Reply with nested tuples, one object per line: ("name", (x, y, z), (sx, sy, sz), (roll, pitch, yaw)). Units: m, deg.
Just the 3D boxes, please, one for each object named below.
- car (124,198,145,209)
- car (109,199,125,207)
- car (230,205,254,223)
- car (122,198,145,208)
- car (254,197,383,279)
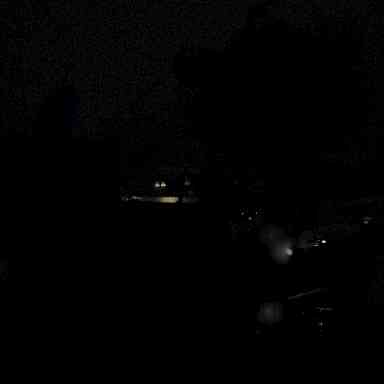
("car", (-9.366, 1.827, 53.880), (1.837, 1.490, 4.892), (-1, 0, -28))
("car", (-14.147, 1.963, 62.934), (1.994, 1.385, 4.181), (-1, 0, -26))
("car", (3.244, 1.745, 27.310), (1.895, 1.301, 4.718), (-1, 0, -33))
("car", (-7.767, 1.816, 45.183), (1.812, 1.442, 4.674), (-1, 0, -30))
("car", (4.764, 1.218, 10.403), (5.566, 2.045, 2.150), (0, 1, -36))
